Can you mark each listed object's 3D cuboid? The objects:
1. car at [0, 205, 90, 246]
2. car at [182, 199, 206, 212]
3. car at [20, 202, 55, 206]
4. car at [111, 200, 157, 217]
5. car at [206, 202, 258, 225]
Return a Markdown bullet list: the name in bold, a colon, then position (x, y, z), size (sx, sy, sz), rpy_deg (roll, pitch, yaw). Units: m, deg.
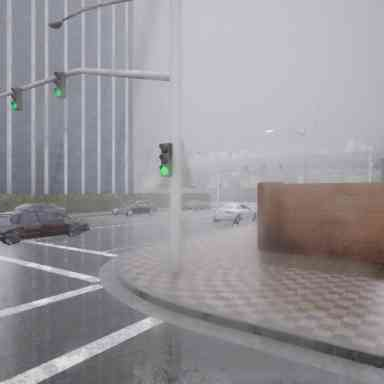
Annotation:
- **car**: position (-7.447, 1.547, 15.519), size (2.033, 1.411, 5.357), rpy_deg (0, 0, 35)
- **car**: position (0.480, 1.564, 39.072), size (1.994, 1.385, 4.181), rpy_deg (0, 0, 35)
- **car**: position (-11.008, 1.505, 22.940), size (1.837, 1.490, 4.892), rpy_deg (0, 0, 35)
- **car**: position (-5.298, 1.492, 30.968), size (2.128, 1.511, 4.902), rpy_deg (0, 0, 35)
- **car**: position (3.204, 1.526, 24.491), size (1.812, 1.442, 4.674), rpy_deg (0, 0, 35)
